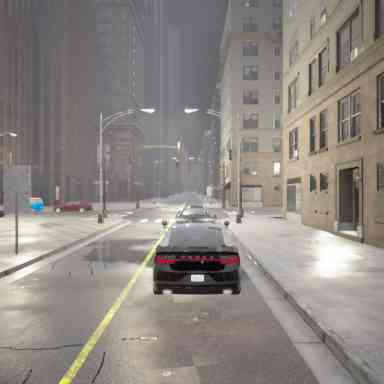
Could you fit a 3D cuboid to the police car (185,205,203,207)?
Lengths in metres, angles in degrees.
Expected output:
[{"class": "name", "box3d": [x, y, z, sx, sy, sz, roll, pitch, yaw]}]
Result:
[{"class": "police car", "box3d": [0.117, 1.509, 18.482, 2.038, 1.542, 4.974, 0, 0, 0]}]

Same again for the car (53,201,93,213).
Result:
[{"class": "car", "box3d": [-13.965, 1.725, 39.051, 4.507, 1.381, 1.887, -1, 0, 0]}]

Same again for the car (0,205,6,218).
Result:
[{"class": "car", "box3d": [-19.618, 1.522, 30.547, 5.009, 1.841, 2.192, -1, 0, 0]}]

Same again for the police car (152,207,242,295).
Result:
[{"class": "police car", "box3d": [0.105, 1.427, 8.877, 1.930, 1.638, 5.238, 0, 0, 0]}]

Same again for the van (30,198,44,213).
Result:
[{"class": "van", "box3d": [-19.592, 1.589, 39.073, 3.998, 1.788, 1.690, -1, 0, 0]}]
